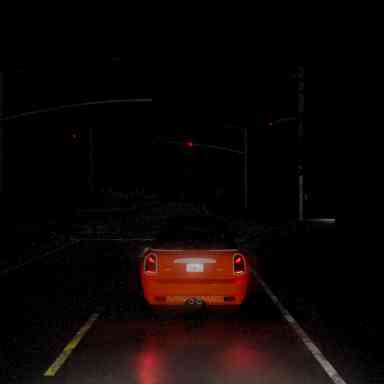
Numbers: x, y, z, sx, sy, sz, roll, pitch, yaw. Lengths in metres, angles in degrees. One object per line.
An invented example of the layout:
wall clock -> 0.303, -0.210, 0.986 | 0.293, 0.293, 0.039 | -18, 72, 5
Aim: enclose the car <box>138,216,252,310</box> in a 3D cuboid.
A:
car -> 0.058, 1.352, 7.974 | 2.097, 1.767, 4.553 | 0, 0, 0
